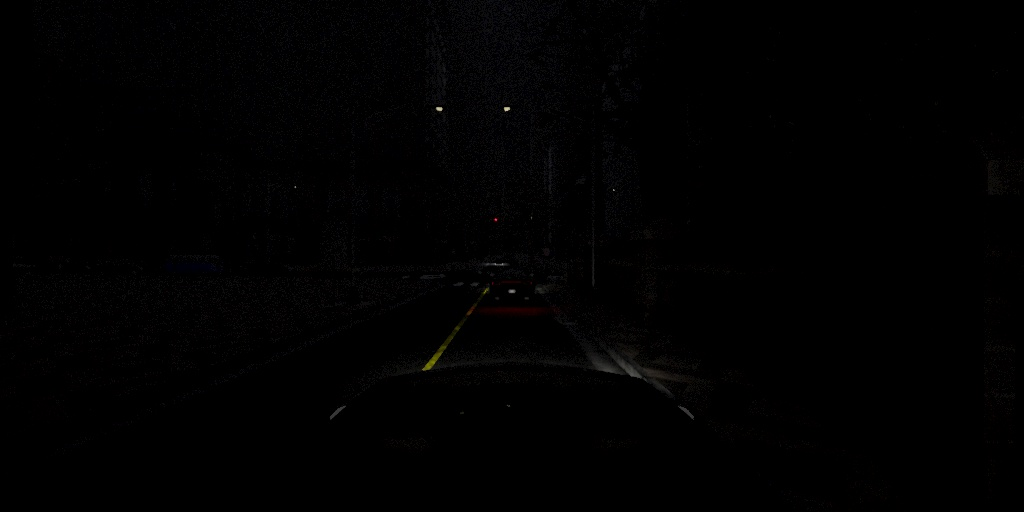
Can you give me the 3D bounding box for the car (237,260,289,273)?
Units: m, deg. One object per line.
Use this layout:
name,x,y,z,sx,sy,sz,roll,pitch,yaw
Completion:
car,-26.309,1.063,38.385,4.313,1.339,1.948,0,0,0

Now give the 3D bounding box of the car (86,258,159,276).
car,-31.968,0.977,29.892,4.403,1.370,2.007,0,0,0

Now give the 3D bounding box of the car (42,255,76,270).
car,-48.782,0.628,38.517,4.097,1.591,1.967,0,0,0

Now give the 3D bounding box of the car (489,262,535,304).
car,0.000,1.234,16.500,1.882,1.535,5.008,0,0,0

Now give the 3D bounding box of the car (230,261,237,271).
car,-31.927,0.971,38.417,4.507,1.381,1.888,0,0,0

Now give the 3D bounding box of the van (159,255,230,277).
van,-26.350,0.838,29.859,3.998,1.789,1.690,0,0,0

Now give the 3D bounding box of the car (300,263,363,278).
car,-14.939,1.144,29.792,4.829,1.417,1.751,0,0,0

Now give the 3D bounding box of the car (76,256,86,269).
car,-43.165,0.821,38.484,4.403,1.370,2.007,0,0,0

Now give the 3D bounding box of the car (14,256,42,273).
car,-43.038,0.796,29.957,4.829,1.417,1.751,0,0,0
